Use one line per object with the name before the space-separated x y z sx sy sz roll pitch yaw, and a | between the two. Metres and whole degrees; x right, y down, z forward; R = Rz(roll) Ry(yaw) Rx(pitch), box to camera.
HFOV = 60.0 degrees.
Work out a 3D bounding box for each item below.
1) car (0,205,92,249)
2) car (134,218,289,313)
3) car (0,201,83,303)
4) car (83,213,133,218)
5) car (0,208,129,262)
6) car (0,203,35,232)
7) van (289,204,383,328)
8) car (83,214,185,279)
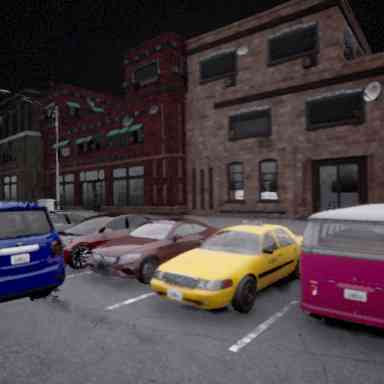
car | -7.238 1.443 14.851 2.231 1.521 4.892 0 0 39
car | 1.298 1.479 8.033 1.946 1.575 5.366 0 0 37
car | -5.007 1.208 7.192 5.566 2.045 2.150 0 0 37
car | -2.964 1.496 11.452 2.163 1.488 4.792 0 0 38
car | -5.080 1.485 13.176 2.163 1.488 4.792 0 0 39
car | -11.569 1.441 18.384 2.163 1.488 4.792 0 0 41
van | 3.683 1.262 6.663 1.878 1.987 4.442 0 0 36
car | -0.775 1.516 9.819 2.002 1.452 4.674 0 0 37
